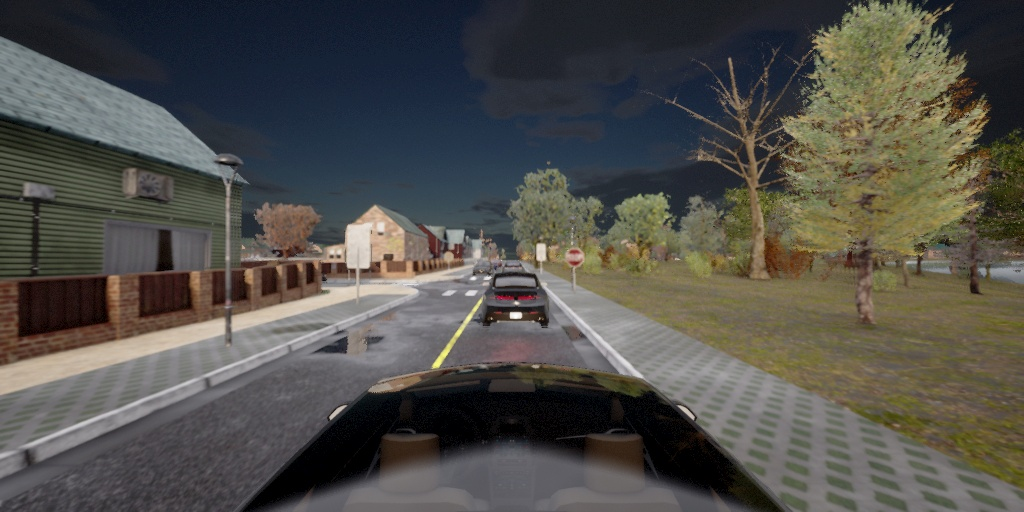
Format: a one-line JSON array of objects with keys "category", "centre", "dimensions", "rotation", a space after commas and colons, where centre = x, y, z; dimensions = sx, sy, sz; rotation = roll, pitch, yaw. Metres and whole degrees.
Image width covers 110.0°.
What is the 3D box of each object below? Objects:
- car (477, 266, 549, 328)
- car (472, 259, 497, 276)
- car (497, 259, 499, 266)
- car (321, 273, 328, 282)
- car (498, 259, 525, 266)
[{"category": "car", "centre": [0.098, 1.238, 11.361], "dimensions": [1.837, 1.490, 4.892], "rotation": [0, 0, 0]}, {"category": "car", "centre": [-2.875, 1.223, 36.661], "dimensions": [1.837, 1.490, 4.892], "rotation": [0, 0, 2]}, {"category": "car", "centre": [-2.803, 1.323, 47.358], "dimensions": [1.895, 1.301, 4.718], "rotation": [0, 0, 0]}, {"category": "car", "centre": [-15.227, 1.267, 23.742], "dimensions": [5.357, 1.411, 2.033], "rotation": [0, -1, 2]}, {"category": "car", "centre": [0.116, 1.210, 32.218], "dimensions": [2.128, 1.511, 4.902], "rotation": [0, 0, 0]}]
